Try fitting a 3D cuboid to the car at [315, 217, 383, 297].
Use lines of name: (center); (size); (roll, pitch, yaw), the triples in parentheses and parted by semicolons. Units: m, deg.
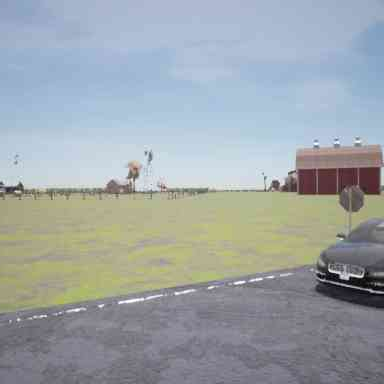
car: (4.925, 1.405, 8.090); (4.892, 1.490, 1.837); (-1, 0, -38)
